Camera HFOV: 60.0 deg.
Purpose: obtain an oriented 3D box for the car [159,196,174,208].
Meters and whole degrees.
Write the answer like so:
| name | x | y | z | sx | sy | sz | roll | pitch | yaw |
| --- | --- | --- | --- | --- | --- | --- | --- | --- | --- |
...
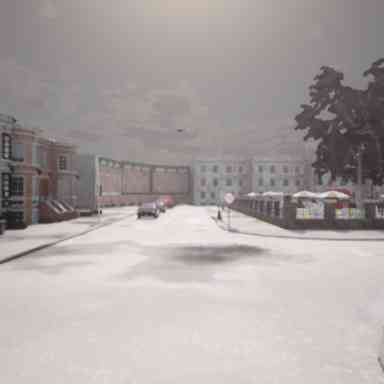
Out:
| name | x | y | z | sx | sy | sz | roll | pitch | yaw |
| --- | --- | --- | --- | --- | --- | --- | --- | --- | --- |
| car | -4.217 | 1.595 | 52.044 | 2.150 | 2.045 | 5.566 | 0 | 0 | 5 |

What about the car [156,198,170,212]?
| name | x | y | z | sx | sy | sz | roll | pitch | yaw |
| --- | --- | --- | --- | --- | --- | --- | --- | --- | --- |
| car | -4.190 | 1.844 | 41.328 | 2.033 | 1.411 | 5.357 | 0 | 0 | -1 |

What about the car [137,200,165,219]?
| name | x | y | z | sx | sy | sz | roll | pitch | yaw |
| --- | --- | --- | --- | --- | --- | --- | --- | --- | --- |
| car | -4.146 | 1.781 | 32.495 | 2.033 | 1.411 | 5.357 | 0 | 0 | -1 |
